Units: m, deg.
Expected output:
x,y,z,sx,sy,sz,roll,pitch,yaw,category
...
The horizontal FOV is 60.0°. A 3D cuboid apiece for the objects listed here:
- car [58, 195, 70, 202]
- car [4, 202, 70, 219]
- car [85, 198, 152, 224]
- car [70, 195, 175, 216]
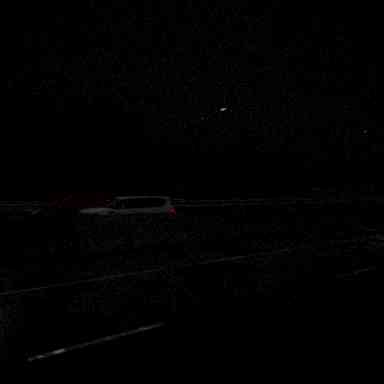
x,y,z,sx,sy,sz,roll,pitch,yaw,category
-9.570,1.228,27.199,5.566,2.045,2.150,0,0,-35,car
-8.395,1.529,19.472,4.674,1.442,1.812,0,0,-35,car
-5.623,1.356,25.697,4.553,1.767,2.097,0,0,-35,car
-3.543,1.227,18.605,5.566,2.045,2.150,0,0,-35,car
